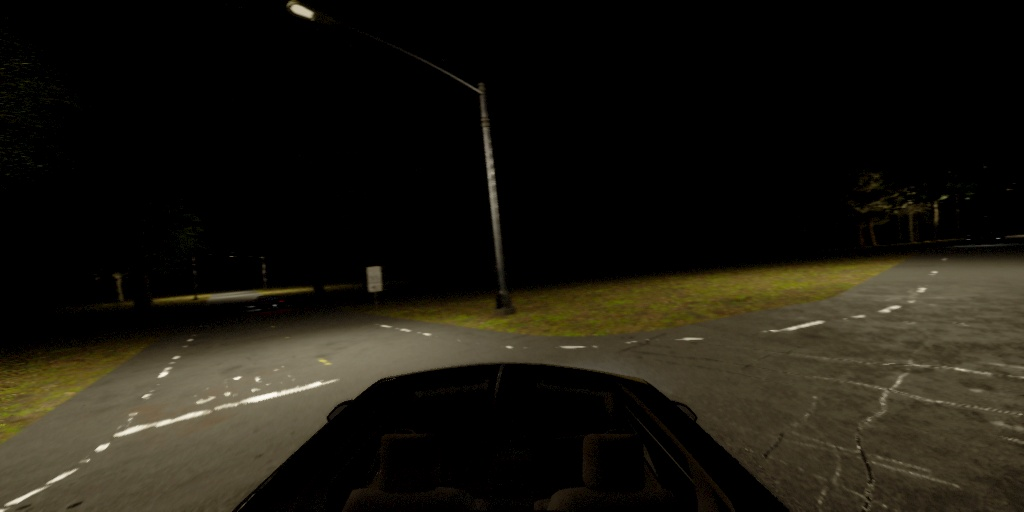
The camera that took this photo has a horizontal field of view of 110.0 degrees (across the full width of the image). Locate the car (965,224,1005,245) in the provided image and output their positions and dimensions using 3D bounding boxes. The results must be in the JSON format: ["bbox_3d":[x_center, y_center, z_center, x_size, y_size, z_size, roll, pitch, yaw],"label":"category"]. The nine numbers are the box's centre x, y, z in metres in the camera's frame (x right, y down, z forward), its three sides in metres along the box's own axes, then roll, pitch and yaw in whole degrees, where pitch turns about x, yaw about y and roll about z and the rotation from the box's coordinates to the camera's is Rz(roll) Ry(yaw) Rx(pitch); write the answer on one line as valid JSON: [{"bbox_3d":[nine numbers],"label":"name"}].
[{"bbox_3d":[48.792,-2.251,36.938,5.566,2.045,2.150,-3,0,-34],"label":"car"}]

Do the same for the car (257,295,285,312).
[{"bbox_3d":[-25.302,4.950,37.829,1.812,1.442,4.674,-4,-2,-39],"label":"car"}]

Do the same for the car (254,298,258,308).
[{"bbox_3d":[-31.842,5.767,46.011,1.994,1.385,4.181,-4,-1,-39],"label":"car"}]
